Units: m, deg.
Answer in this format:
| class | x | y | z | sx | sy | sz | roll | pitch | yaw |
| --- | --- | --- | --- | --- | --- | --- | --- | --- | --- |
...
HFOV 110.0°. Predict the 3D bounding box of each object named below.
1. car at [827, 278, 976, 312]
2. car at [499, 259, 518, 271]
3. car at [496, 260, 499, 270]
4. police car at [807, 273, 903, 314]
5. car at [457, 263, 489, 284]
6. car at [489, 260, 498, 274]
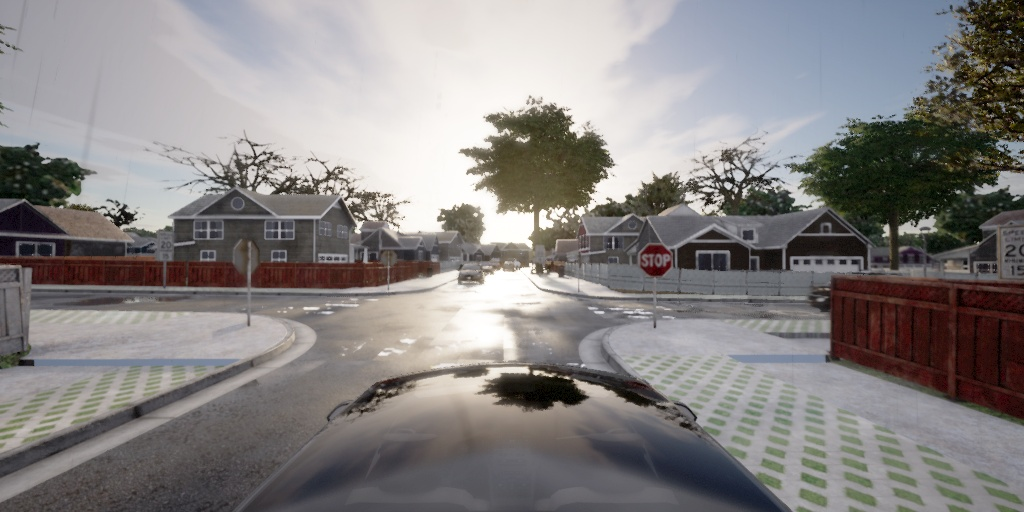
| class | x | y | z | sx | sy | sz | roll | pitch | yaw |
| --- | --- | --- | --- | --- | --- | --- | --- | --- | --- |
| car | 17.348 | 1.725 | 16.150 | 4.718 | 1.301 | 1.895 | 1 | -1 | -1 |
| car | -0.536 | 1.640 | 58.168 | 2.128 | 1.511 | 4.902 | 0 | -1 | 0 |
| car | -3.167 | 1.536 | 61.675 | 2.097 | 1.767 | 4.553 | 0 | 0 | 3 |
| police car | 13.927 | 1.448 | 13.238 | 5.238 | 1.638 | 1.930 | 1 | -1 | -1 |
| car | -3.102 | 1.363 | 28.098 | 1.837 | 1.490 | 4.892 | 0 | 0 | -1 |
| car | -3.262 | 1.574 | 45.599 | 2.033 | 1.411 | 5.357 | 0 | -1 | 0 |
